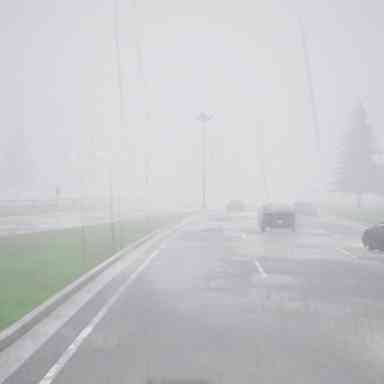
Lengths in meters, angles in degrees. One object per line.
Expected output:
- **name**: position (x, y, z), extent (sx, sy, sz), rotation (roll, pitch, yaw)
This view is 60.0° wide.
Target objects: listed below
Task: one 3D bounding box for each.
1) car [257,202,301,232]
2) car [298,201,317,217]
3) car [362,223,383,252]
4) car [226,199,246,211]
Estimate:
- **car**: position (5.047, 1.471, 20.322), extent (1.882, 1.535, 5.008), rotation (0, 0, 7)
- **car**: position (10.276, 1.553, 30.835), extent (1.994, 1.385, 4.181), rotation (0, 0, 11)
- **car**: position (7.598, 1.560, 11.420), extent (1.994, 1.385, 4.181), rotation (0, 0, 4)
- **car**: position (5.375, 1.550, 40.437), extent (1.994, 1.385, 4.181), rotation (0, 0, 14)
